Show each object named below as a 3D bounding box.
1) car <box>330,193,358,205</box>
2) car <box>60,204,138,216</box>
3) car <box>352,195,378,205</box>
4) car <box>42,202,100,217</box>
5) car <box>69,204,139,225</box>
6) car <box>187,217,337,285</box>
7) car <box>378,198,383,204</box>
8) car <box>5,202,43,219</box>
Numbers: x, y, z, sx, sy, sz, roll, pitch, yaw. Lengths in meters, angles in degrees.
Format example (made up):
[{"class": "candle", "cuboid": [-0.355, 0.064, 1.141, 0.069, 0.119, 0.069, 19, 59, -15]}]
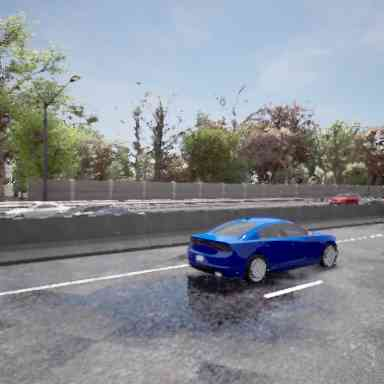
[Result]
[{"class": "car", "cuboid": [23.405, 1.249, 50.712, 5.566, 2.045, 2.150, 0, 0, -35]}, {"class": "car", "cuboid": [-4.533, 1.563, 17.954, 4.181, 1.385, 1.994, 0, 0, -35]}, {"class": "car", "cuboid": [25.831, 1.522, 48.149, 4.902, 1.511, 2.128, 0, 0, -35]}, {"class": "car", "cuboid": [-6.440, 1.504, 20.893, 4.892, 1.490, 1.837, 0, 0, -35]}, {"class": "car", "cuboid": [-6.587, 1.600, 25.087, 4.718, 1.301, 1.895, 0, 0, -35]}, {"class": "car", "cuboid": [2.208, 1.477, 9.619, 5.008, 1.535, 1.882, 0, 0, -35]}, {"class": "car", "cuboid": [27.919, 1.382, 45.345, 4.553, 1.767, 2.097, 0, 0, -35]}, {"class": "car", "cuboid": [-11.420, 1.525, 25.130, 4.674, 1.442, 1.812, 0, 0, -38]}]
